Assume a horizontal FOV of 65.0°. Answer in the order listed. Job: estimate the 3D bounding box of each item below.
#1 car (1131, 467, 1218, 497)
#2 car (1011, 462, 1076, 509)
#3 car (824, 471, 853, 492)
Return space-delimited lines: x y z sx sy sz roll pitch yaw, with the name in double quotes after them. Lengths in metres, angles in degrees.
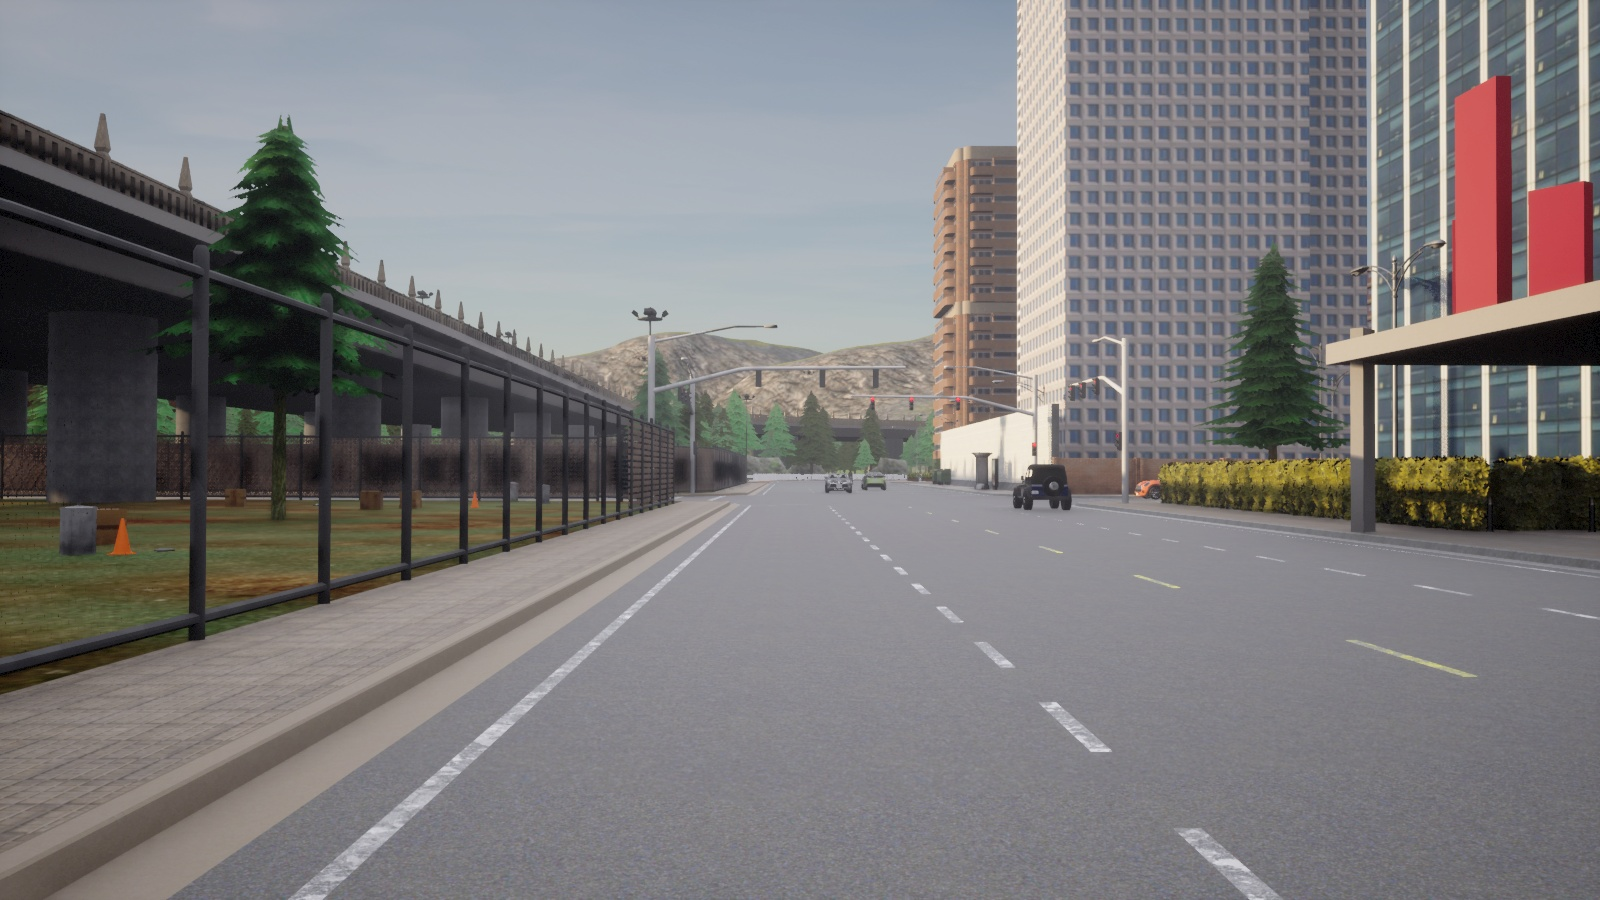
22.442 1.901 75.347 4.553 1.767 2.097 0 -1 -1 "car"
10.080 1.445 52.216 1.905 1.878 3.866 0 -1 0 "car"
2.771 2.286 90.594 1.970 1.475 3.806 0 -1 0 "car"
